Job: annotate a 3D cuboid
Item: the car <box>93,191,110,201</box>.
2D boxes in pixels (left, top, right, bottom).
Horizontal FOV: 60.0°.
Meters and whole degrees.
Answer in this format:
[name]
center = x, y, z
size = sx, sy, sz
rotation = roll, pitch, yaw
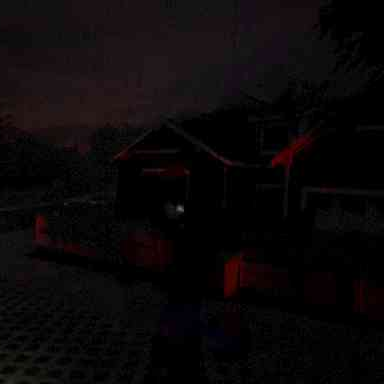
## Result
[car]
center = -14.402, 0.637, 52.890
size = 1.812, 1.442, 4.674
rotation = 3, 1, -3
